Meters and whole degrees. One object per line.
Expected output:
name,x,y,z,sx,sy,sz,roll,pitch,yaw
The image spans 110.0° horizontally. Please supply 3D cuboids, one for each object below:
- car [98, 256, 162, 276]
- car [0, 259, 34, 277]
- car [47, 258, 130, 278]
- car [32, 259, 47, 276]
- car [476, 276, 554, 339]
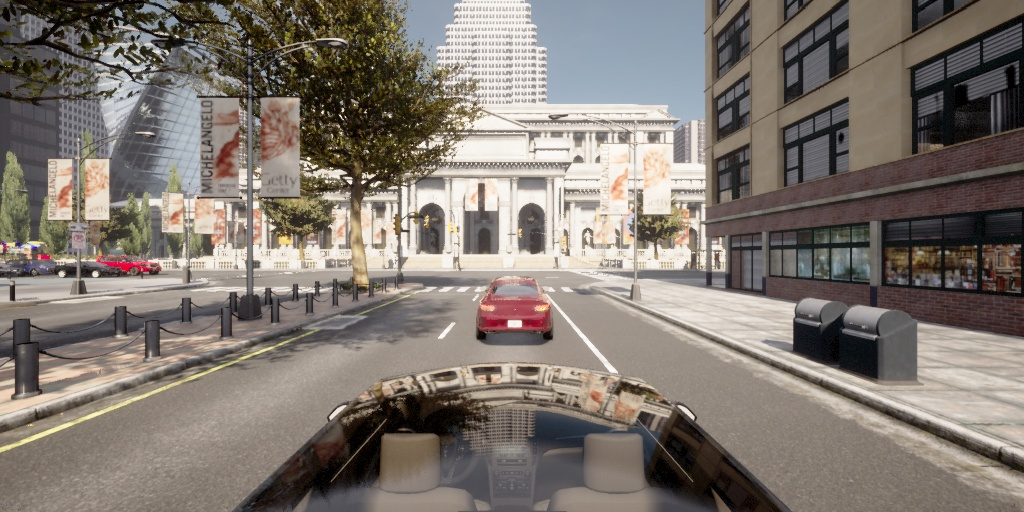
car,-39.522,0.971,36.894,5.566,2.045,2.150,0,0,0
car,-48.334,1.276,33.358,4.674,1.442,1.812,0,0,-1
car,-39.331,1.228,33.392,5.008,1.535,1.882,0,0,0
car,-49.141,1.102,36.831,4.553,1.767,2.097,0,0,-1
car,0.076,1.276,9.924,1.812,1.442,4.674,0,0,0
